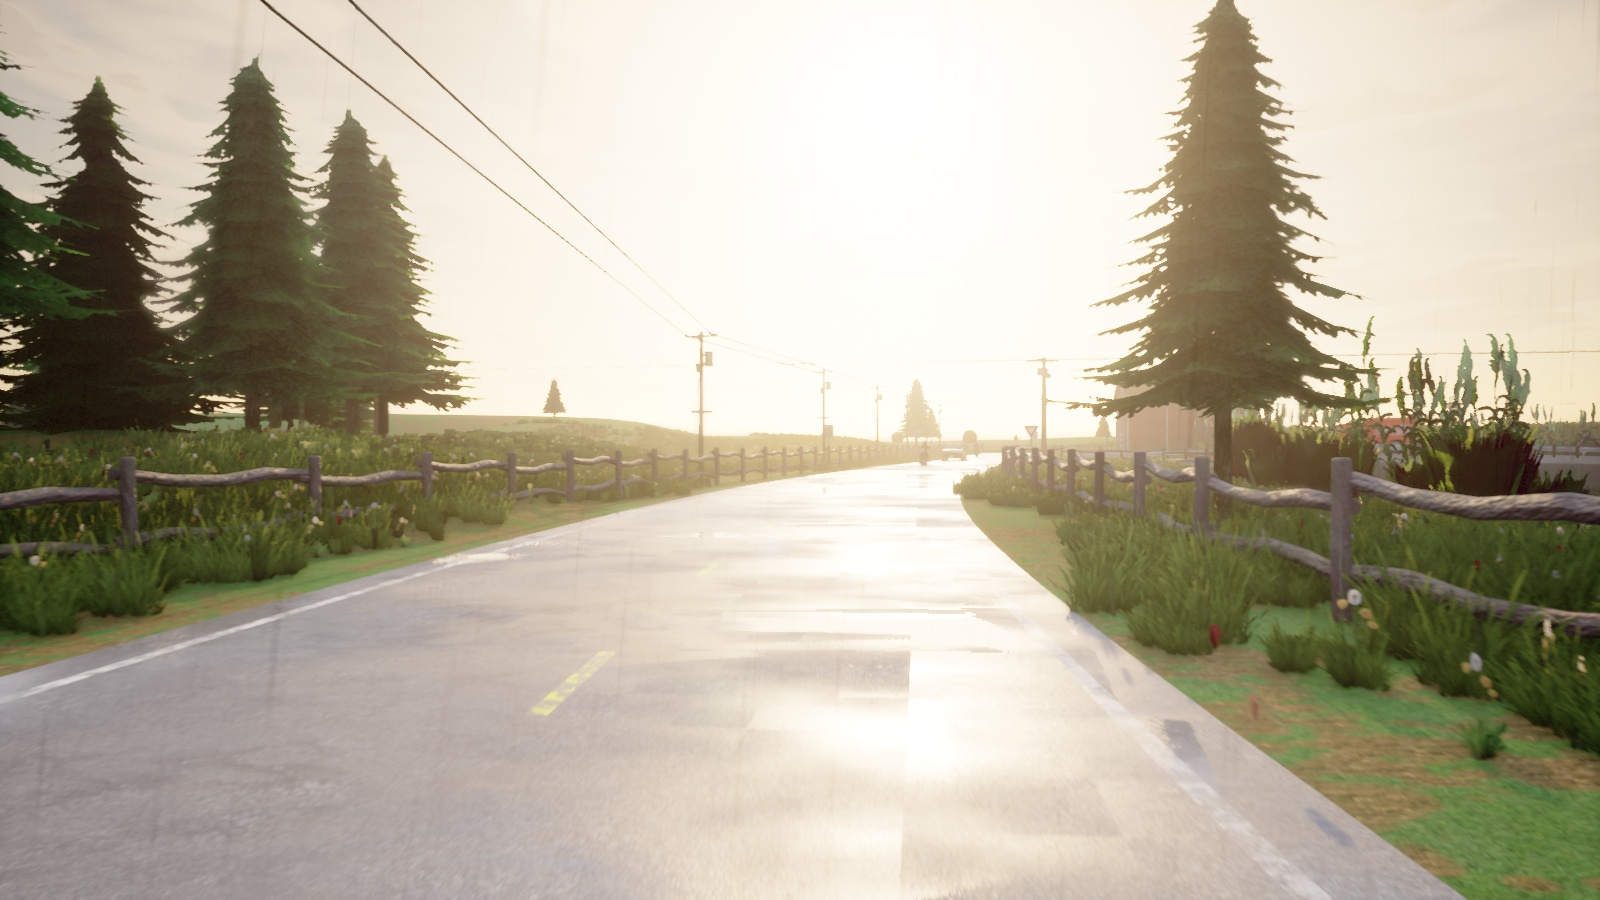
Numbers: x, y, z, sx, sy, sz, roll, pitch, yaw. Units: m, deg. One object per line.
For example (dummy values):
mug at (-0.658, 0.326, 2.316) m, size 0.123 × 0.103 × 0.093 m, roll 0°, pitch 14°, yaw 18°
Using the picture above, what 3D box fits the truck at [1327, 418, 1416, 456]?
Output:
truck at (39.536, -0.886, 87.003) m, size 5.204 × 2.467 × 2.627 m, roll -1°, pitch 0°, yaw 14°
